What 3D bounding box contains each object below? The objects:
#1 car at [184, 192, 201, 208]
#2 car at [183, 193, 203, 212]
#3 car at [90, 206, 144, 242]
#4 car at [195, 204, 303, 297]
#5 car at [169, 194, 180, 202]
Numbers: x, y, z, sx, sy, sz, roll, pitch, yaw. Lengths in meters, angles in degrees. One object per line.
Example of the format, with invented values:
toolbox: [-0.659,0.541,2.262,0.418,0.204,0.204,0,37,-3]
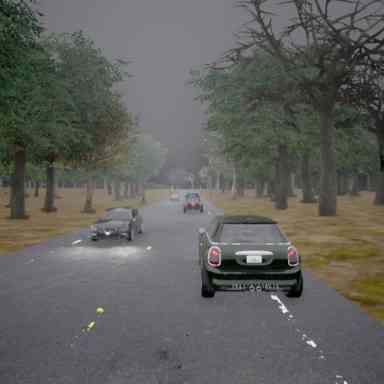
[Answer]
car: [0.109,1.099,46.849,2.150,2.045,5.566,0,0,1]
car: [0.140,1.298,37.196,2.097,1.767,4.553,0,0,0]
car: [-3.572,1.511,16.527,1.837,1.490,4.892,0,0,0]
car: [1.239,1.356,8.726,2.097,1.767,4.553,0,0,0]
car: [-3.387,1.230,66.215,1.812,1.442,4.674,0,1,0]
